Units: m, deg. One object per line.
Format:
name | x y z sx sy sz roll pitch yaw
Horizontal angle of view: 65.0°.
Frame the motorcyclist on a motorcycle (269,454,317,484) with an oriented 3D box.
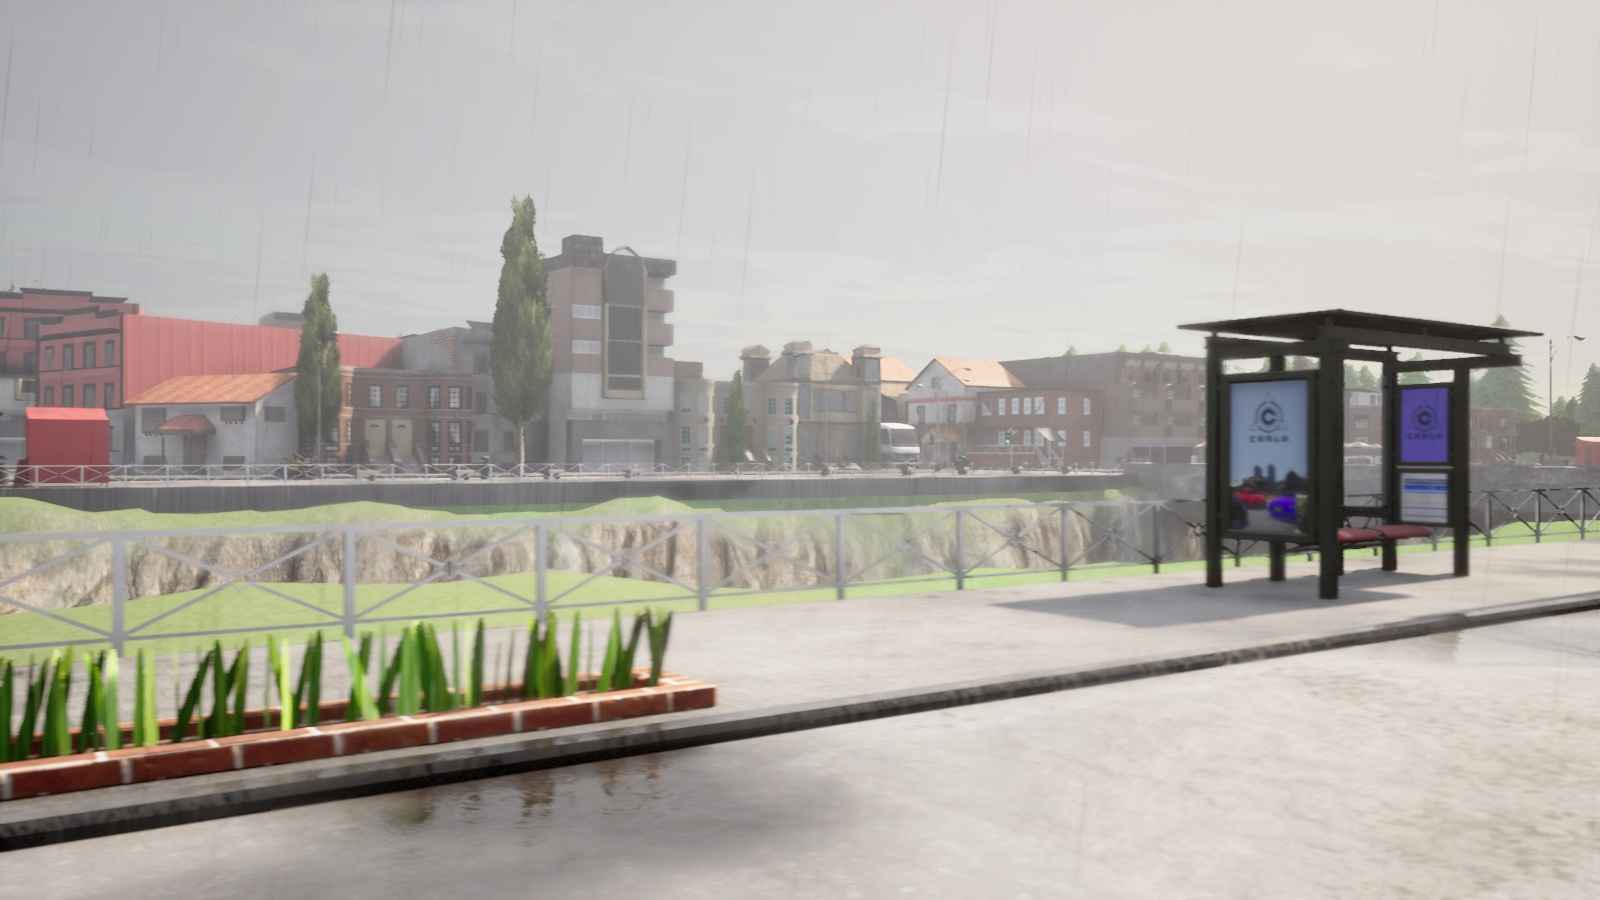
motorcyclist on a motorcycle | -26.555 0.997 65.841 2.191 1.530 0.866 0 0 -35
